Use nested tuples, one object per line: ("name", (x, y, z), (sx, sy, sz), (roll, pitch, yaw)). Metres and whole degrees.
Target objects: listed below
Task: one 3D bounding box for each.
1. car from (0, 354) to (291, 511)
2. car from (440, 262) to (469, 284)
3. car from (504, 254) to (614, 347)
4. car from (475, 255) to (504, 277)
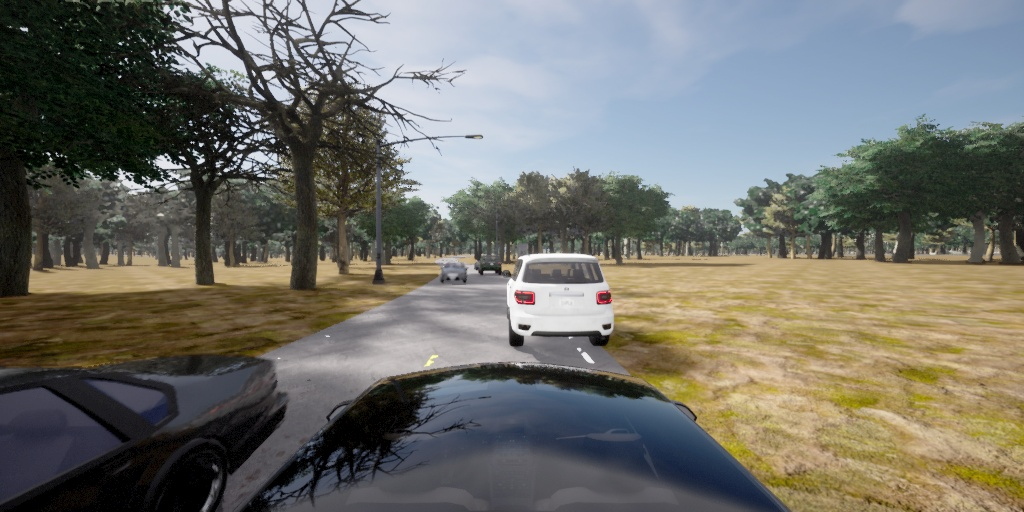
("car", (-3.126, 1.297, 1.175), (2.033, 1.411, 5.357), (0, 0, 0))
("car", (-4.250, 1.209, 26.690), (2.128, 1.511, 4.902), (0, 0, -6))
("car", (0.965, 0.967, 9.498), (2.150, 2.045, 5.566), (0, 0, -2))
("car", (-2.371, 0.896, 37.738), (2.150, 2.045, 5.566), (0, 0, -9))
